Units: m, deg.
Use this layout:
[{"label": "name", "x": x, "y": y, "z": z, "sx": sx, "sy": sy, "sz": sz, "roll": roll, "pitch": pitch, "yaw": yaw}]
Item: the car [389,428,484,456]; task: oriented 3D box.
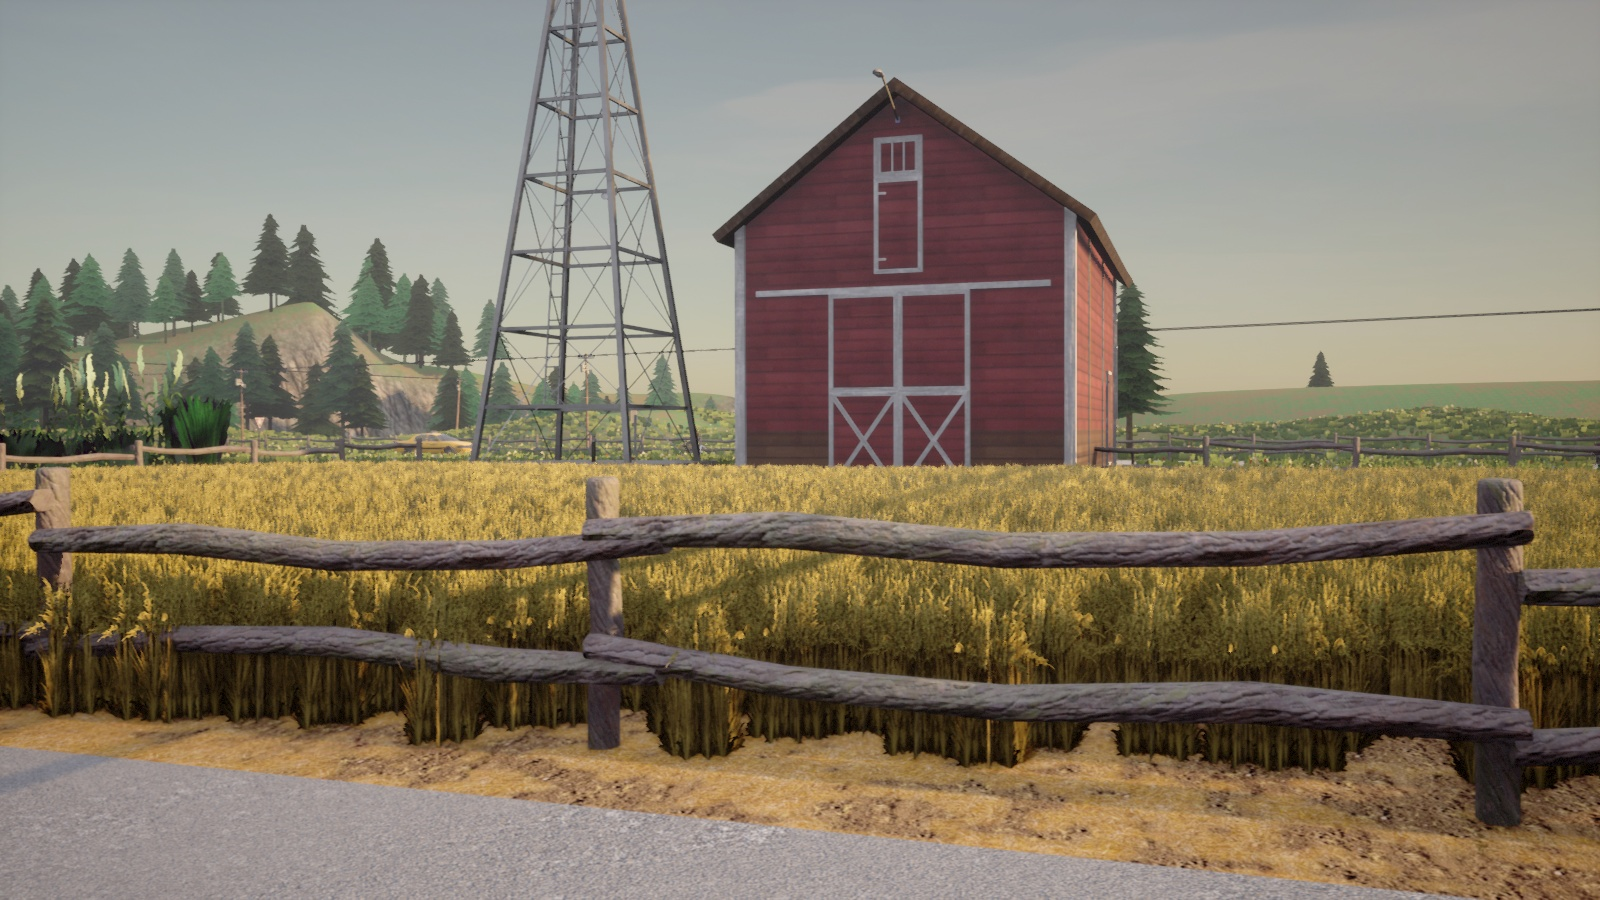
[{"label": "car", "x": -21.103, "y": -0.498, "z": 72.837, "sx": 5.366, "sy": 1.575, "sz": 1.801, "roll": 1, "pitch": 1, "yaw": 24}]

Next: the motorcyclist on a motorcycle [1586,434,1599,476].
[{"label": "motorcyclist on a motorcycle", "x": 29.922, "y": 0.190, "z": 46.001, "sx": 0.797, "sy": 1.523, "sz": 2.044, "roll": -5, "pitch": 1, "yaw": -2}]
